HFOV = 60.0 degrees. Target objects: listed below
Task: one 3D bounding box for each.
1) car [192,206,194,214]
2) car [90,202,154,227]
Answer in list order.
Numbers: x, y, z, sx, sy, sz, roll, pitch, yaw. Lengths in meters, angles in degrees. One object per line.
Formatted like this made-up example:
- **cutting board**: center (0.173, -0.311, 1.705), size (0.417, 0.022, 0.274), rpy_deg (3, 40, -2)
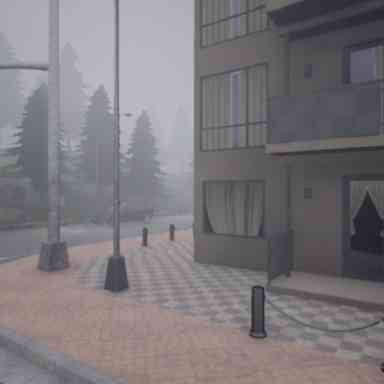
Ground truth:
- **car**: center (1.956, 1.476, 33.096), size (1.882, 1.535, 5.008), rpy_deg (0, 0, 35)
- **car**: center (-4.811, 1.476, 23.349), size (1.882, 1.535, 5.008), rpy_deg (0, 0, 35)
